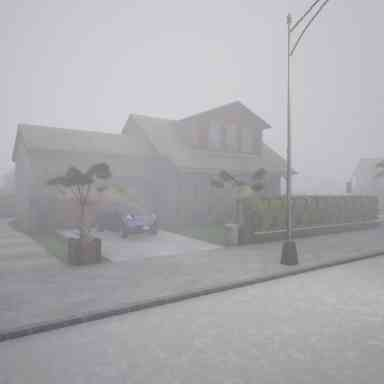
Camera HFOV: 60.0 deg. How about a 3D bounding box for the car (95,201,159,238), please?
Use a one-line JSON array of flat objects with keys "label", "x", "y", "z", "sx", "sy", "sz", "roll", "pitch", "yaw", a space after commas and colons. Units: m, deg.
[{"label": "car", "x": -3.024, "y": 1.174, "z": 15.291, "sx": 1.845, "sy": 1.501, "sz": 3.633, "roll": 0, "pitch": 0, "yaw": -38}]
